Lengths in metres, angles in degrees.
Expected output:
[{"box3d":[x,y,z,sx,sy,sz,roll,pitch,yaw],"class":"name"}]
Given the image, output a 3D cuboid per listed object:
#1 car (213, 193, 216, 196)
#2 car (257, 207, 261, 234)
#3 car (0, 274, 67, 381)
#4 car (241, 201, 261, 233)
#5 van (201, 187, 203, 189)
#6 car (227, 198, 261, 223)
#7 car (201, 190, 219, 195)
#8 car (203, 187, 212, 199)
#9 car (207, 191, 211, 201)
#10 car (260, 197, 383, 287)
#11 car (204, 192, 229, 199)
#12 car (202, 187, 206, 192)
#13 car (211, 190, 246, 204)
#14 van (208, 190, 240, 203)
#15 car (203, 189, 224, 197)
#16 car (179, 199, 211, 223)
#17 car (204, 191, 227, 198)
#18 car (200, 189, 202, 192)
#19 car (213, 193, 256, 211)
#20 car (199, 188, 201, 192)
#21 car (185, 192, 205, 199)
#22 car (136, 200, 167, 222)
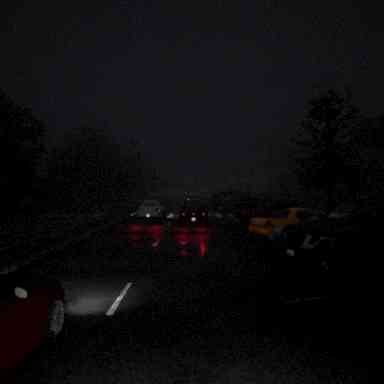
[{"box3d":[5.066,1.158,36.270,4.674,1.452,2.002,1,0,-20],"class":"car"},{"box3d":[5.076,1.446,12.250,4.674,1.452,2.002,1,1,-20],"class":"car"},{"box3d":[-2.899,1.511,3.386,1.812,1.442,4.674,0,0,0],"class":"car"},{"box3d":[5.243,1.373,15.323,5.366,1.575,1.946,1,0,-20],"class":"car"},{"box3d":[4.966,0.289,75.001,4.442,1.987,1.878,0,2,-20],"class":"van"},{"box3d":[5.046,1.333,21.246,4.792,1.488,2.163,1,1,-20],"class":"car"},{"box3d":[5.067,0.084,92.953,4.674,1.452,2.002,0,1,-20],"class":"car"},{"box3d":[5.050,0.719,48.181,5.566,2.045,2.435,1,1,-20],"class":"car"},{"box3d":[5.065,1.008,45.215,4.892,1.521,2.231,1,0,-20],"class":"car"},{"box3d":[5.049,1.185,9.228,5.566,2.045,2.435,1,1,-20],"class":"car"},{"box3d":[5.097,0.678,69.103,4.792,1.488,2.163,0,1,-20],"class":"car"},{"box3d":[5.101,0.645,54.177,5.566,2.045,2.435,1,1,-20],"class":"car"},{"box3d":[5.043,0.955,39.240,4.553,1.767,2.185,1,0,-20],"class":"car"},{"box3d":[4.966,0.707,51.134,4.442,1.987,1.878,1,1,-20],"class":"van"},{"box3d":[5.043,0.315,78.029,4.553,1.767,2.185,0,1,-20],"class":"car"},{"box3d":[0.101,1.392,23.071,1.895,1.301,4.718,0,1,0],"class":"car"},{"box3d":[5.066,0.622,72.075,4.674,1.452,2.002,0,1,-20],"class":"car"},{"box3d":[4.899,0.701,66.034,5.366,1.575,1.946,0,1,-20],"class":"car"},{"box3d":[5.046,1.184,33.251,4.792,1.488,2.163,1,1,-20],"class":"car"},{"box3d":[5.097,0.232,87.002,4.792,1.488,2.163,0,1,-20],"class":"car"},{"box3d":[0.101,1.061,40.931,2.128,1.511,4.902,0,1,0],"class":"car"},{"box3d":[-2.899,1.302,24.243,1.812,1.442,4.674,0,1,0],"class":"car"}]
